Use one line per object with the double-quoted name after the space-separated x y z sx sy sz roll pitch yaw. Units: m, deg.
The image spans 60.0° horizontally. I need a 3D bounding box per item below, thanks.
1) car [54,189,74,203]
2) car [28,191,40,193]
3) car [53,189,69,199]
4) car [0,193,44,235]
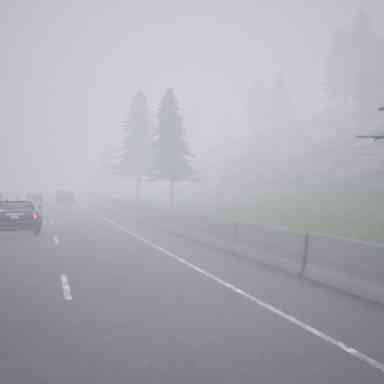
-16.391 0.483 42.766 2.097 1.767 4.553 0 2 -24 "car"
-19.055 0.632 40.134 1.882 1.535 5.008 0 2 -24 "car"
-20.825 0.269 52.807 2.128 1.511 4.902 0 2 -24 "car"
-8.737 1.100 16.774 2.097 1.767 4.553 0 1 -24 "car"
